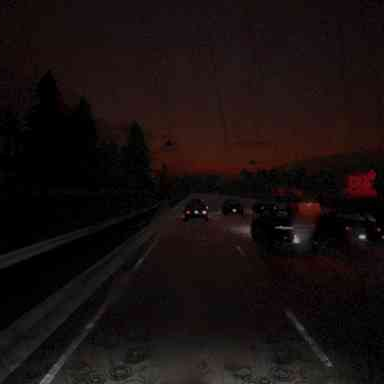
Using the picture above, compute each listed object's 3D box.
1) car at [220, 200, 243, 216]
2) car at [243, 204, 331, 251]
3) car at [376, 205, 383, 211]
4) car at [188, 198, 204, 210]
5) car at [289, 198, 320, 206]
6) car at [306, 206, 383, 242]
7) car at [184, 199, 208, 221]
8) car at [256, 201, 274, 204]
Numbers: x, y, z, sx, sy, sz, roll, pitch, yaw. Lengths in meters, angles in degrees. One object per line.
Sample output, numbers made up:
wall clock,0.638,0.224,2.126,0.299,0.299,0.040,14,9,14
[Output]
car,3.892,1.502,32.477,1.812,1.442,4.674,0,0,1
car,3.722,1.486,14.112,2.128,1.511,4.902,0,0,1
car,14.294,1.235,21.753,2.150,2.045,5.566,0,0,1
car,0.484,1.521,42.326,1.994,1.385,4.181,0,0,1
car,10.895,1.345,32.714,2.097,1.767,4.553,0,0,1
car,7.241,1.602,16.309,1.895,1.301,4.718,0,0,1
car,0.338,1.520,26.712,2.033,1.411,5.357,0,0,1
car,7.409,1.584,34.259,1.895,1.301,4.718,0,0,1
